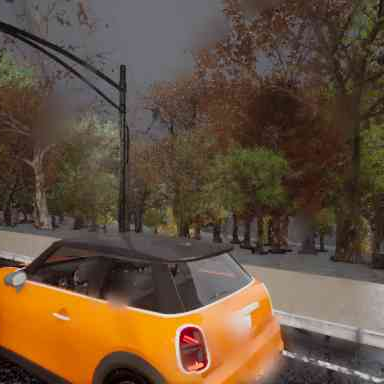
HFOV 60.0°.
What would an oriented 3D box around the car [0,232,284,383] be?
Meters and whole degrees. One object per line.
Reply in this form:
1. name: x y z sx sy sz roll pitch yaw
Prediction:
1. car: -1.208 1.351 4.558 4.553 1.767 2.097 0 0 36
